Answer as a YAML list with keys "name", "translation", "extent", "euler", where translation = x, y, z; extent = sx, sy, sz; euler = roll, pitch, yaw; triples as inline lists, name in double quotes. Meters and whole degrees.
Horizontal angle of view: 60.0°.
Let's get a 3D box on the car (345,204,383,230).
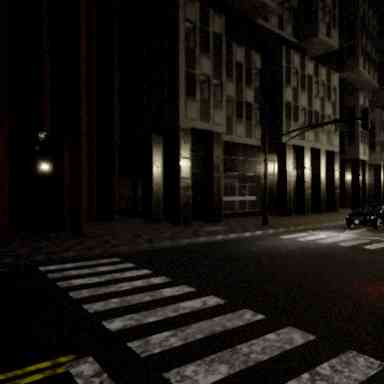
- name: "car"
  translation: [11.740, 1.516, 21.452]
  extent: [4.902, 1.511, 2.128]
  euler: [0, 0, -39]
